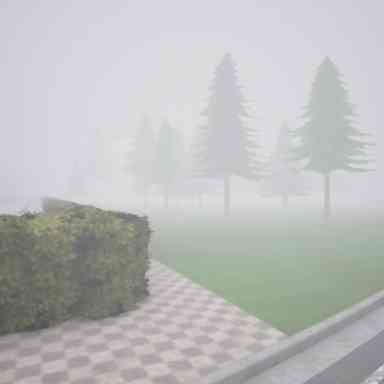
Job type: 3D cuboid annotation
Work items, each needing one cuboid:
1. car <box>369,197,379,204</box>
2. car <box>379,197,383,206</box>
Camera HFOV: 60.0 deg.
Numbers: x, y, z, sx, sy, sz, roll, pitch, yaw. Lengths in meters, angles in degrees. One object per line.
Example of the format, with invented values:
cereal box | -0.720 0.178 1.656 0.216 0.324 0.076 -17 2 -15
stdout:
car | 36.367 1.708 65.631 1.895 1.301 4.718 0 0 16
car | 33.613 1.755 56.041 1.895 1.301 4.718 0 0 16
